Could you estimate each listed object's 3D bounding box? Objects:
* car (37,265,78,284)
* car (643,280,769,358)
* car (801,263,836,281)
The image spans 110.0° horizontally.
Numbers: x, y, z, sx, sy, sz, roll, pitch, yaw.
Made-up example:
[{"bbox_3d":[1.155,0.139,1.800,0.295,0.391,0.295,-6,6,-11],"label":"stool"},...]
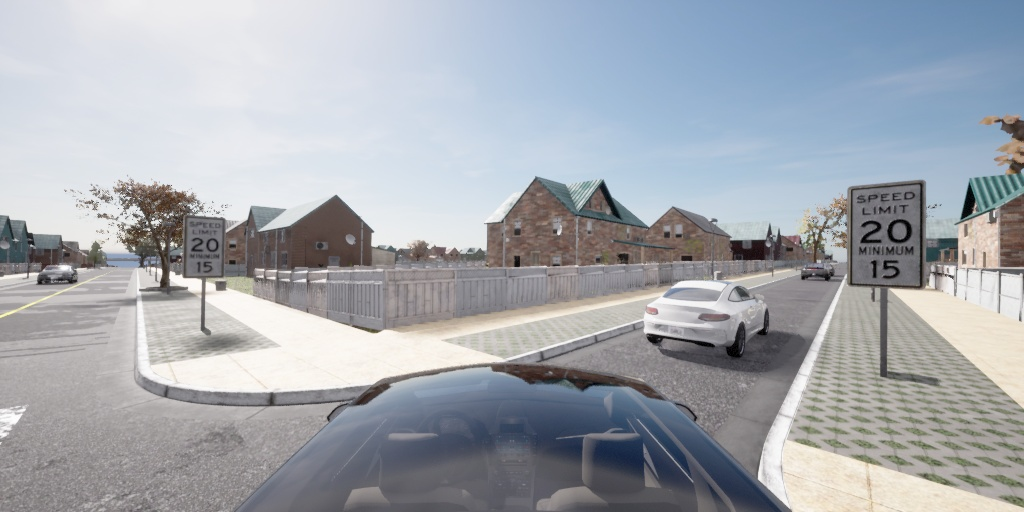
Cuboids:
[{"bbox_3d":[-38.664,1.565,30.608,4.902,1.511,2.128,-1,-2,44],"label":"car"},{"bbox_3d":[4.776,1.293,8.632,1.812,1.442,4.674,0,0,44],"label":"car"},{"bbox_3d":[27.213,1.370,32.061,2.128,1.511,4.902,0,0,44],"label":"car"}]
